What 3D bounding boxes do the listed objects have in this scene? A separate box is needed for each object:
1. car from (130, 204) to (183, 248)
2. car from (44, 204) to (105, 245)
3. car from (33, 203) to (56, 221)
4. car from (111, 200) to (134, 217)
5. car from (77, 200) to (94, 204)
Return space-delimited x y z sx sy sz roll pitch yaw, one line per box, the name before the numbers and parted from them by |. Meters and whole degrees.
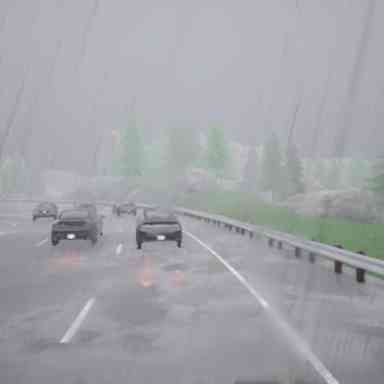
car | -1.582 1.500 14.838 2.128 1.511 4.902 0 0 -10
car | -5.306 1.531 15.761 1.837 1.490 4.892 0 0 -11
car | -12.409 1.609 28.300 2.033 1.411 5.357 0 0 -21
car | -6.671 1.526 32.468 2.128 1.511 4.902 0 0 -22
car | -10.680 1.558 33.132 1.837 1.490 4.892 0 0 -22
